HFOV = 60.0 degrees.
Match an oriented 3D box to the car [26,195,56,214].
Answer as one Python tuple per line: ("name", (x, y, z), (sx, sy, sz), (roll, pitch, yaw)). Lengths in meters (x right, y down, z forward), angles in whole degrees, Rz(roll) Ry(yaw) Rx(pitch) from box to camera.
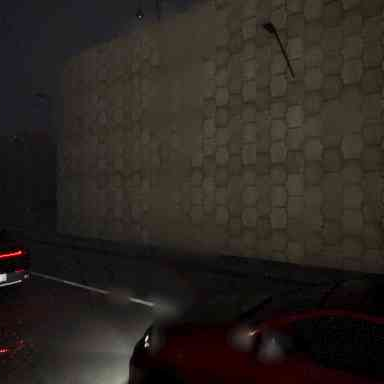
("car", (-12.921, 1.061, 31.037), (2.128, 1.511, 4.902), (0, 5, 35))

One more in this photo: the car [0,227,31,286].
("car", (-5.855, 1.505, 8.171), (4.892, 1.490, 1.837), (0, 0, 36))

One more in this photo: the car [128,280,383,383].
("car", (1.394, 1.564, 2.997), (4.181, 1.385, 1.994), (0, 0, 36))
